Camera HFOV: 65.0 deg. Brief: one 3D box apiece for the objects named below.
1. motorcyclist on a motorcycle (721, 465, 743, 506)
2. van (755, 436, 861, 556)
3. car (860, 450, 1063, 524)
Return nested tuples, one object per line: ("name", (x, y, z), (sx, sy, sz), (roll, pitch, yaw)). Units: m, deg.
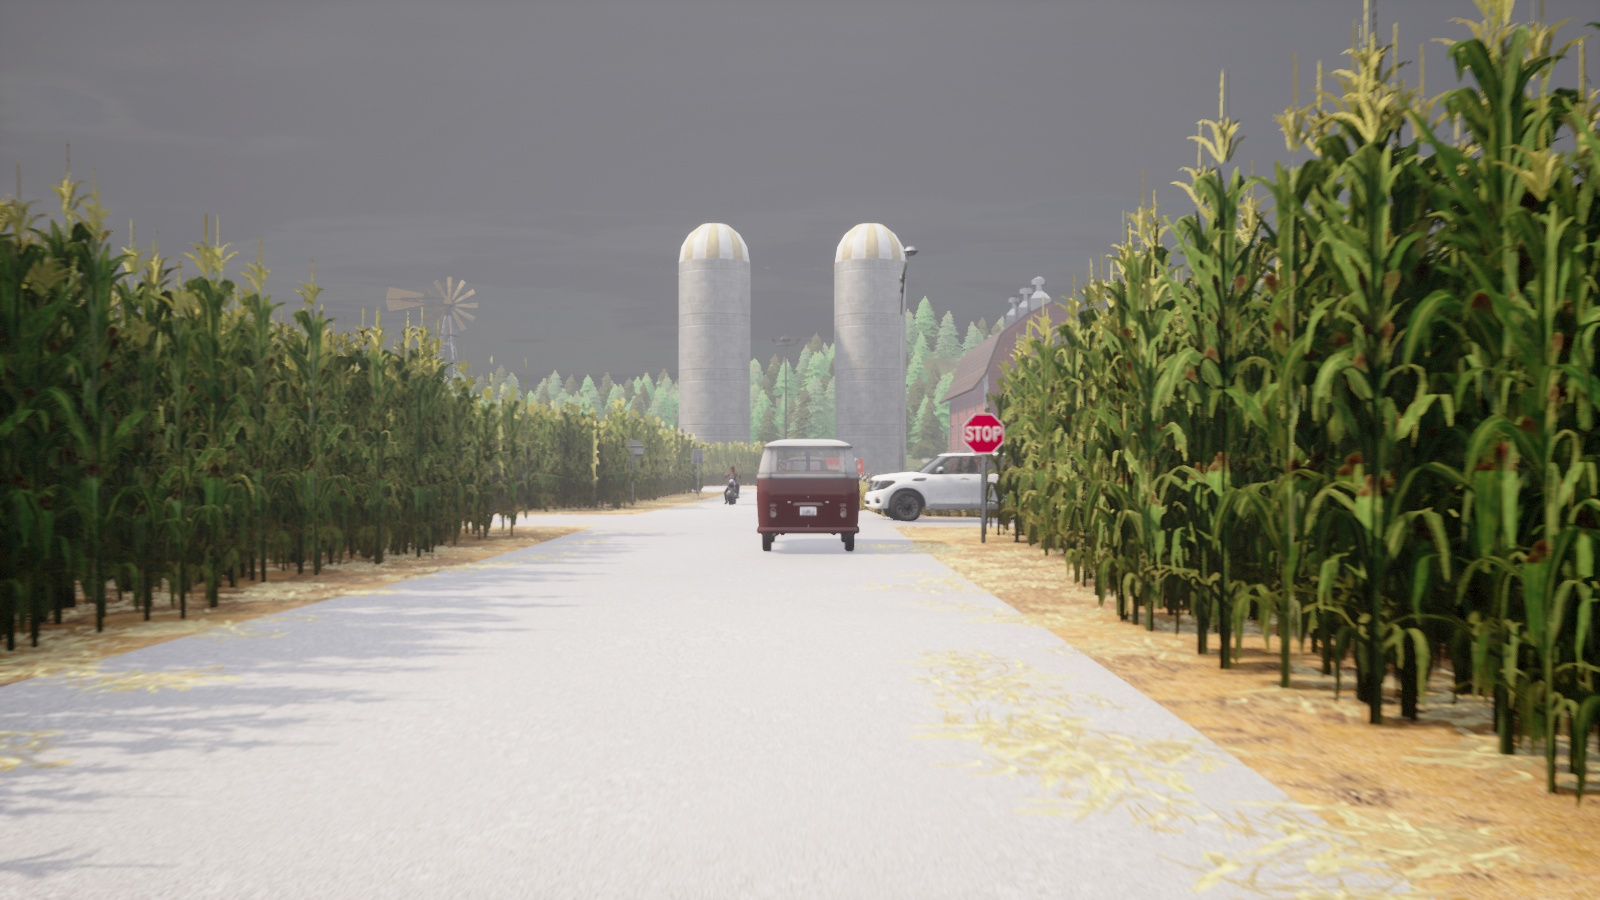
("motorcyclist on a motorcycle", (-2.793, 1.452, 51.620), (0.766, 1.649, 2.350), (0, -1, 0))
("van", (0.147, 0.794, 23.192), (1.775, 1.987, 4.442), (0, -1, 0))
("car", (4.636, 1.054, 36.611), (5.566, 2.045, 2.150), (1, -1, -4))
